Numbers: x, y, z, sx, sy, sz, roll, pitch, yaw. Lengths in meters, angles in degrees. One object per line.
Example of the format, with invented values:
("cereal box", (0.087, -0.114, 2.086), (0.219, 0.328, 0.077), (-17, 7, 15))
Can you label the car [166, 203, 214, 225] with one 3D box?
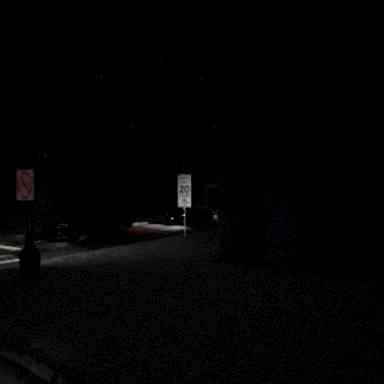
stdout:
("car", (-0.043, 1.604, 25.420), (1.812, 1.442, 4.674), (0, 0, 35))

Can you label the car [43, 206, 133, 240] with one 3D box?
("car", (-5.423, 1.539, 17.870), (1.882, 1.535, 5.008), (0, 0, 35))
